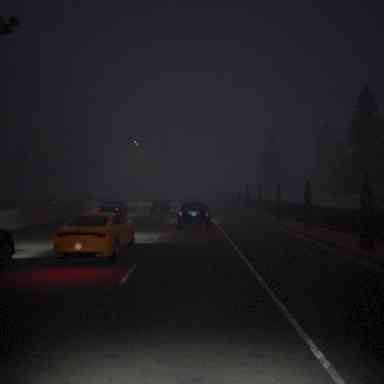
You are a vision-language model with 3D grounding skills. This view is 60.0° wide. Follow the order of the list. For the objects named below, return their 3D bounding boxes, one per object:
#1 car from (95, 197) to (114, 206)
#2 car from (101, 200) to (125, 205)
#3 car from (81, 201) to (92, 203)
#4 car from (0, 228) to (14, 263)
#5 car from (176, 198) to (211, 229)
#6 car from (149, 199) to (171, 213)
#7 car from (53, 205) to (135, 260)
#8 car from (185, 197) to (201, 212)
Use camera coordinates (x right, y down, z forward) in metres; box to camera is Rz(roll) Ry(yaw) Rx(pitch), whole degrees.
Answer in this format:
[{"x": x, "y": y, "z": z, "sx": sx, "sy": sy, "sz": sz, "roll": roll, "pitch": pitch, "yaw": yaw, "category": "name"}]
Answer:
[{"x": -14.053, "y": 1.498, "z": 53.632, "sx": 1.812, "sy": 1.442, "sz": 4.674, "roll": 0, "pitch": 0, "yaw": 0, "category": "car"}, {"x": -6.888, "y": 1.511, "z": 29.148, "sx": 1.812, "sy": 1.442, "sz": 4.674, "roll": 0, "pitch": 0, "yaw": 0, "category": "car"}, {"x": -17.559, "y": 1.324, "z": 54.237, "sx": 2.097, "sy": 1.767, "sz": 4.553, "roll": 0, "pitch": 0, "yaw": 0, "category": "car"}, {"x": -6.896, "y": 1.347, "z": 9.104, "sx": 2.097, "sy": 1.767, "sz": 4.553, "roll": 0, "pitch": 0, "yaw": 0, "category": "car"}, {"x": 0.109, "y": 1.340, "z": 21.771, "sx": 2.097, "sy": 1.767, "sz": 4.553, "roll": 0, "pitch": 0, "yaw": 0, "category": "car"}, {"x": -3.397, "y": 1.507, "z": 36.209, "sx": 1.812, "sy": 1.442, "sz": 4.674, "roll": 0, "pitch": 0, "yaw": 0, "category": "car"}, {"x": -3.395, "y": 1.471, "z": 12.400, "sx": 1.882, "sy": 1.535, "sz": 5.008, "roll": 0, "pitch": 0, "yaw": 0, "category": "car"}, {"x": 0.116, "y": 1.456, "z": 40.250, "sx": 1.882, "sy": 1.535, "sz": 5.008, "roll": 0, "pitch": 0, "yaw": 0, "category": "car"}]
